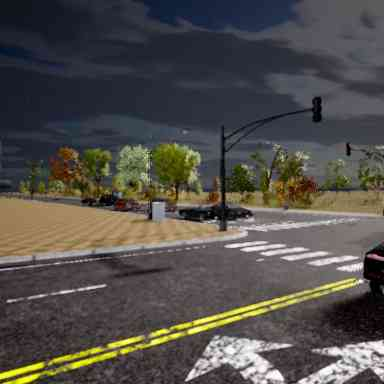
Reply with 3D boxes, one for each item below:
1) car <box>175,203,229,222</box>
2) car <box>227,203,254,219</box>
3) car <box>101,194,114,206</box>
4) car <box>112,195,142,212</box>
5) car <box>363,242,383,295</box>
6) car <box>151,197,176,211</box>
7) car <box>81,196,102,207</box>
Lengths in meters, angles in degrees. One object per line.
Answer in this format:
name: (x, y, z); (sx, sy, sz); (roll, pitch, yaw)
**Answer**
car: (0.777, 1.788, 29.016); (1.895, 1.301, 4.718); (-1, 0, -33)
car: (3.339, 1.702, 31.037); (2.033, 1.411, 5.357); (-1, 0, -33)
car: (-14.551, 1.417, 58.765); (2.150, 2.045, 5.566); (-1, 0, -33)
car: (-8.232, 1.559, 42.903); (2.097, 1.767, 4.553); (-1, 0, -33)
car: (5.834, 1.543, 7.600); (4.902, 1.511, 2.128); (1, 0, -35)
car: (-3.537, 1.521, 41.634); (2.097, 1.767, 4.553); (-1, 0, -33)
car: (-17.815, 1.747, 57.847); (1.882, 1.535, 5.008); (-1, 0, -33)
